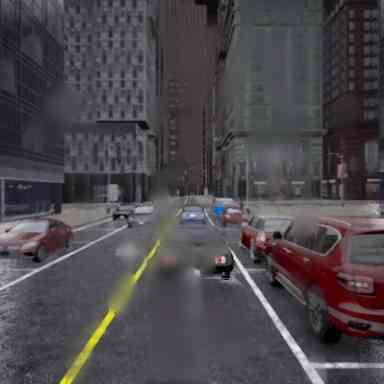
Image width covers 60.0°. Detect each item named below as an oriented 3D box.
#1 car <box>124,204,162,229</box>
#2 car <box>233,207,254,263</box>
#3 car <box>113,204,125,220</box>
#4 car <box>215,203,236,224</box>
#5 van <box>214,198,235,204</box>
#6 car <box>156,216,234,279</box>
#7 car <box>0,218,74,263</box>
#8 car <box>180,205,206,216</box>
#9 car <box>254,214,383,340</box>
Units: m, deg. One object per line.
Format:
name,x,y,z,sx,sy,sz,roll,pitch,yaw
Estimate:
car,-3.100,1.621,22.595,1.812,1.442,4.674,0,0,0
car,2.851,1.495,12.178,1.967,1.590,4.097,0,0,0
car,-5.675,1.685,29.122,1.947,1.339,4.313,0,0,0
car,2.851,1.681,23.475,1.802,1.307,4.206,0,0,0
van,2.850,1.460,29.125,1.690,1.788,3.998,0,0,0
car,0.080,1.647,10.138,1.895,1.301,4.718,0,0,0
car,-5.673,1.637,12.175,1.802,1.307,4.206,0,0,0
car,0.082,1.652,25.128,2.033,1.411,5.357,0,0,0
car,2.851,1.345,6.529,2.192,1.841,5.009,0,0,0
